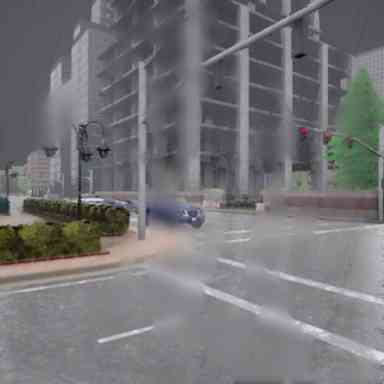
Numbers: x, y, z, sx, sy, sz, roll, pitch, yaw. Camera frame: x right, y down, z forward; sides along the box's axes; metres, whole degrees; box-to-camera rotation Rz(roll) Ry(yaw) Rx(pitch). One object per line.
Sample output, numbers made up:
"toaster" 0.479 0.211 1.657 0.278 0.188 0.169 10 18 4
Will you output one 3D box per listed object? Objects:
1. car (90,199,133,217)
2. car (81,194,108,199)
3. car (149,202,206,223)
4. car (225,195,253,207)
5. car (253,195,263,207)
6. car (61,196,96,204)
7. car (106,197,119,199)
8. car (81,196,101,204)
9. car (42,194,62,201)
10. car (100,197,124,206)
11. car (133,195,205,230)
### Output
"car" -6.996 1.576 29.090 1.994 1.385 4.181 0 0 -37
"car" -13.323 1.255 43.811 2.150 2.045 5.566 0 0 -36
"car" -1.347 1.581 27.285 2.033 1.411 5.357 0 0 -36
"car" 6.796 1.324 50.424 1.905 1.878 3.866 0 0 -36
"car" 9.186 1.341 52.138 1.905 1.878 3.866 0 0 -36
"car" -12.697 1.538 36.976 1.812 1.442 4.674 0 0 -36
"car" -7.208 1.559 35.380 1.812 1.442 4.674 0 0 -36
"car" -19.741 1.567 64.883 2.128 1.511 4.902 0 0 -36
"car" -18.978 1.233 45.665 2.150 2.045 5.566 0 0 -36
"car" -13.639 1.567 56.471 2.128 1.511 4.902 0 0 -36
"car" -1.449 1.234 21.491 2.150 2.045 5.566 0 0 -34
